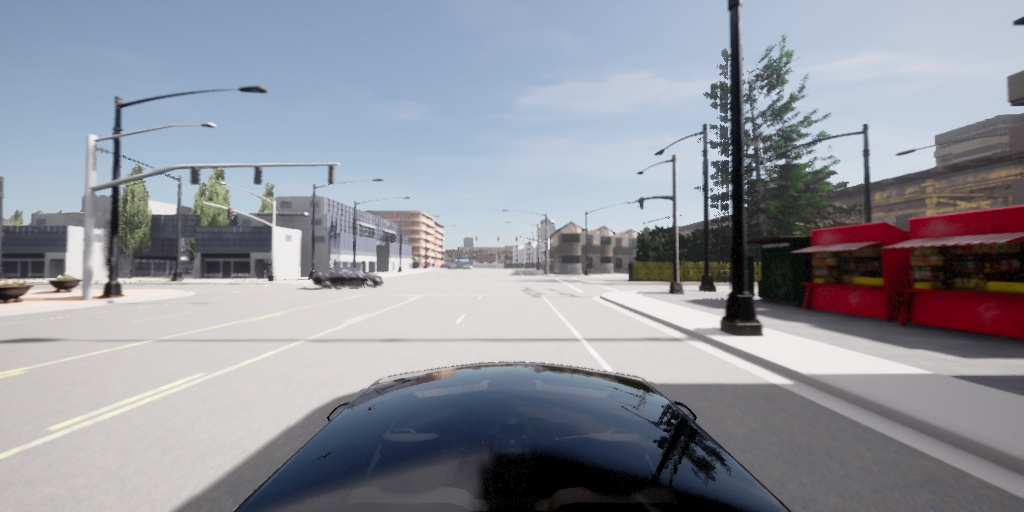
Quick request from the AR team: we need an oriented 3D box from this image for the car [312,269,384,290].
[{"bbox_3d":[-12.307,1.750,27.096,4.902,1.511,2.128,1,-1,-15],"label":"car"}]
